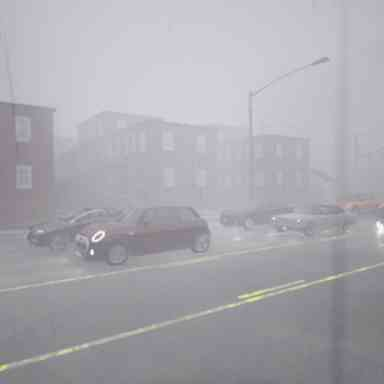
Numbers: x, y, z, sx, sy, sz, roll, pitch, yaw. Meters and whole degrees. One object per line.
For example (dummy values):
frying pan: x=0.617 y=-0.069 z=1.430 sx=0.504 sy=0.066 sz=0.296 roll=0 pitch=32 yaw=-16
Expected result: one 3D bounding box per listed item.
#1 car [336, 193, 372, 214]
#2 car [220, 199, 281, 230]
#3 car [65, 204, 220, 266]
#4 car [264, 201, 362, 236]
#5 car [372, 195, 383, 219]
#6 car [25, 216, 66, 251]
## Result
car: x=11.932 y=0.888 z=24.659 sx=4.553 sy=1.767 sz=2.097 roll=-1 pitch=1 yaw=-34
car: x=3.829 y=1.197 z=19.214 sx=5.008 sy=1.535 sz=1.882 roll=-1 pitch=1 yaw=-34
car: x=-1.598 y=1.244 z=11.331 sx=4.553 sy=1.767 sz=2.097 roll=-1 pitch=1 yaw=-34
car: x=6.096 y=1.319 z=16.522 sx=4.718 sy=1.301 sz=1.895 roll=-1 pitch=1 yaw=-34
car: x=14.368 y=0.882 z=22.077 sx=4.553 sy=1.767 sz=2.097 roll=-1 pitch=1 yaw=-34
car: x=-4.192 y=1.394 z=13.804 sx=4.902 sy=1.511 sz=2.128 roll=-1 pitch=1 yaw=-34
